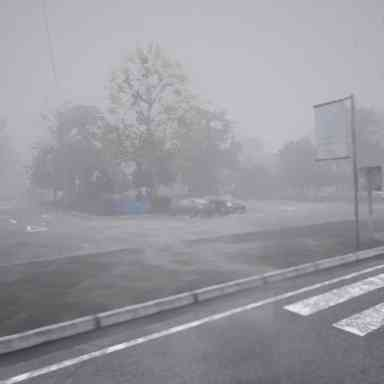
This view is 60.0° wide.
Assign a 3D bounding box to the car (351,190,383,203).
[{"bbox_3d":[22.532,0.583,41.960,2.002,1.452,4.674,-2,1,-35],"label":"car"}]

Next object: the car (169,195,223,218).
[{"bbox_3d":[-0.053,1.184,26.272,2.002,1.452,4.674,-2,1,-35],"label":"car"}]

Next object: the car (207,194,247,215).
[{"bbox_3d":[2.508,0.948,28.134,2.185,1.767,4.553,-2,1,-35],"label":"car"}]
